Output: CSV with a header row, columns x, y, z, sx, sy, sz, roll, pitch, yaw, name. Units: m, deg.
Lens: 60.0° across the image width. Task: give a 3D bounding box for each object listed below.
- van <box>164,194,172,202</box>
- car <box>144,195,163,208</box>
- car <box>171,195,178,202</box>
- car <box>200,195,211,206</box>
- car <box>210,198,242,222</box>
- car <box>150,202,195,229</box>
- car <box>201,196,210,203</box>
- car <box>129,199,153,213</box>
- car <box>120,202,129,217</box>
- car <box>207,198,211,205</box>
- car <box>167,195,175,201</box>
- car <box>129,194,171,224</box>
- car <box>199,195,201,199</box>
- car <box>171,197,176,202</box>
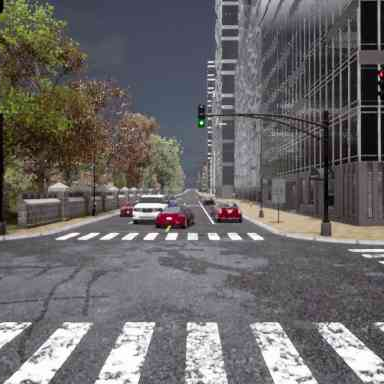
x,y,z,sx,sy,sz,roll,pitch,yaw,name
-5.547,1.341,77.108,1.690,1.788,3.998,0,0,0,van
-5.600,1.334,48.692,2.192,1.841,5.009,0,0,0,car
-3.006,1.371,45.791,2.097,1.767,4.553,0,0,0,car
2.790,1.584,54.355,1.947,1.339,4.313,0,0,0,car
2.739,1.451,25.950,1.967,1.590,4.097,0,0,0,car
-1.029,1.573,22.153,1.994,1.385,4.181,0,0,10,car
2.823,1.532,71.571,1.752,1.417,4.829,0,0,0,car
-5.622,1.567,37.326,2.008,1.369,4.403,0,0,0,car
-5.632,1.558,31.643,1.887,1.381,4.507,0,0,0,car
2.748,1.579,31.630,1.947,1.339,4.313,0,0,0,car
-5.527,1.563,88.474,1.802,1.307,4.206,0,0,0,car
-3.057,1.232,25.428,2.150,2.045,5.566,0,0,0,car
2.801,1.456,60.036,1.967,1.590,4.097,0,0,0,car
-3.034,1.541,35.582,1.812,1.442,4.674,0,0,0,car
